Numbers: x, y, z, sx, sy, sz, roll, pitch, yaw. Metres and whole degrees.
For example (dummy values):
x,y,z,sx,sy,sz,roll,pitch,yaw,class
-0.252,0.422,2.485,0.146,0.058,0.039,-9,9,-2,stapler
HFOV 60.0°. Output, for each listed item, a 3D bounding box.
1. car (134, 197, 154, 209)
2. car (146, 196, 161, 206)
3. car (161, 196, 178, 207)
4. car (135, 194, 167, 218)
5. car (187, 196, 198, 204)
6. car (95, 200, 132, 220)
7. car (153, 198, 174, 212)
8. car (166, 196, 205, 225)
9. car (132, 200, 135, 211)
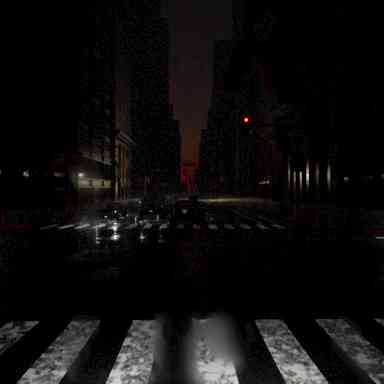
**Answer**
x,y,z,sx,sy,sz,roll,pitch,yaw,class
-6.591,1.462,46.384,2.128,1.511,4.902,0,0,0,car
-6.558,1.503,57.039,2.033,1.411,5.357,0,0,0,car
-3.332,1.457,50.421,2.128,1.511,4.902,0,0,0,car
-3.349,1.207,29.905,2.150,2.045,5.566,0,0,0,car
0.100,1.450,62.263,1.837,1.490,4.892,0,0,0,car
-6.617,1.588,27.860,1.895,1.301,4.718,0,0,1,car
-3.346,1.468,39.999,2.128,1.511,4.902,0,0,0,car
-0.250,1.343,24.110,2.097,1.767,4.553,0,0,6,car
-6.598,1.580,36.975,1.895,1.301,4.718,0,0,0,car
